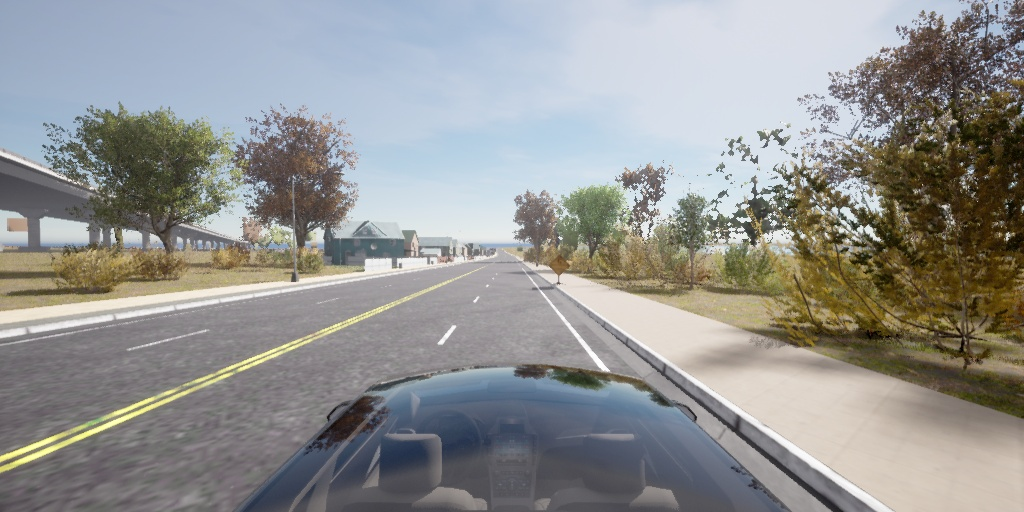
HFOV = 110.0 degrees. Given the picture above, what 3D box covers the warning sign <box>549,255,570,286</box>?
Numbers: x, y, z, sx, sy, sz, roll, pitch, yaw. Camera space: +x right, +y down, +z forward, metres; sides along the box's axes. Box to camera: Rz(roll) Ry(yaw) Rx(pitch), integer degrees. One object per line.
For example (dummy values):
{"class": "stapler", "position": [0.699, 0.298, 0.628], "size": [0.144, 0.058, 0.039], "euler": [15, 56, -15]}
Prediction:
{"class": "warning sign", "position": [2.850, 0.847, 22.023], "size": [1.300, 1.860, 1.060], "euler": [0, 0, 0]}
